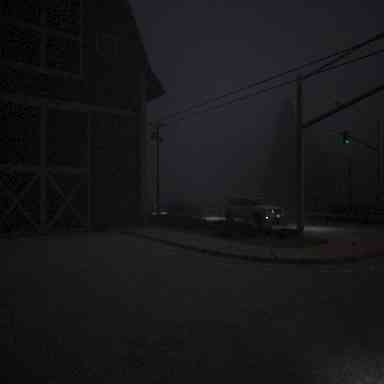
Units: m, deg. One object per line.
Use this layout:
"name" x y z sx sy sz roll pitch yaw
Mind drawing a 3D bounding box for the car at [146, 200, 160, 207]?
"car" -6.300 1.800 42.587 1.837 1.490 4.892 0 0 -34

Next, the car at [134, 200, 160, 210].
"car" -6.729 1.938 49.561 1.895 1.301 4.718 0 0 -34

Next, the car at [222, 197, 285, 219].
"car" 4.725 1.414 26.498 2.150 2.045 5.566 0 -1 -34

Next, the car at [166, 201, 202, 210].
"car" -0.914 1.722 34.725 1.882 1.535 5.008 0 0 -35
